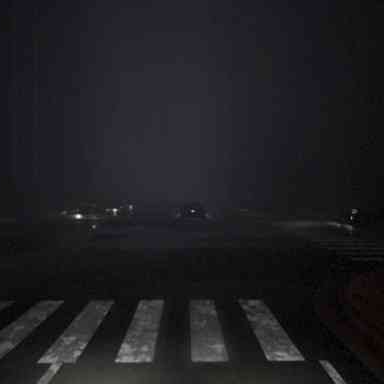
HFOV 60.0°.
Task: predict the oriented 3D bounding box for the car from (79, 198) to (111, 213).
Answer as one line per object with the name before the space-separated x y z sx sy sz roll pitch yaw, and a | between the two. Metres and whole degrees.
car | -10.633 1.444 35.939 1.882 1.535 5.008 0 0 0

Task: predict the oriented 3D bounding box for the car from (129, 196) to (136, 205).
car | -10.598 1.453 55.991 1.837 1.490 4.892 0 0 1

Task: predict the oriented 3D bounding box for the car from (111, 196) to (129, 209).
car | -10.640 1.505 45.869 2.033 1.411 5.357 0 0 0

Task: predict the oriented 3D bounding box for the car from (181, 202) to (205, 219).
car | 0.066 1.517 28.320 1.994 1.385 4.181 0 -1 0

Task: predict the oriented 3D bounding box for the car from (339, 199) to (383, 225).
car | 12.567 1.276 22.723 4.553 1.767 2.097 0 0 0
